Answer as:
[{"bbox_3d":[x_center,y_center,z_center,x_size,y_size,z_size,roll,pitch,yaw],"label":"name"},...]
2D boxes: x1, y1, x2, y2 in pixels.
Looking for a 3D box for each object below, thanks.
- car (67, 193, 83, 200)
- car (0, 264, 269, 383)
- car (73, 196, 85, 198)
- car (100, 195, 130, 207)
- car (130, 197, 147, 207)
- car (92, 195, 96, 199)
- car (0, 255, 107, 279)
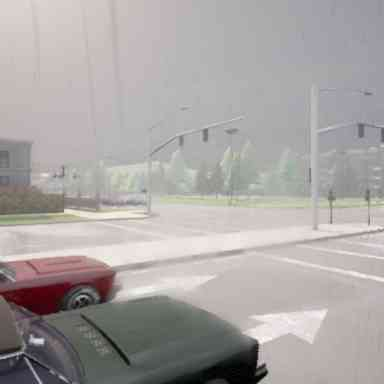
[{"bbox_3d":[-26.703,1.091,75.947,2.128,1.511,4.902,0,0,-36],"label":"car"},{"bbox_3d":[-1.599,1.601,2.648,4.718,1.301,1.895,0,0,-35],"label":"car"},{"bbox_3d":[-20.988,1.463,62.116,1.837,1.490,4.892,0,0,-36],"label":"car"},{"bbox_3d":[-11.486,1.311,48.967,2.097,1.767,4.553,0,0,-36],"label":"car"},{"bbox_3d":[-8.494,1.476,50.807,1.812,1.442,4.674,0,0,-36],"label":"car"},{"bbox_3d":[-17.721,1.303,63.576,2.097,1.767,4.553,0,0,-36],"label":"car"},{"bbox_3d":[-3.623,1.601,5.503,4.718,1.301,1.895,0,0,-35],"label":"car"}]
